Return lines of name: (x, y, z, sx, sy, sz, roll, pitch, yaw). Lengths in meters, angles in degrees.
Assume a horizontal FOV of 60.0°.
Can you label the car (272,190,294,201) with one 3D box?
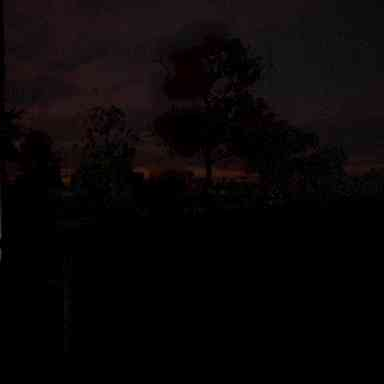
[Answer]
car: (13.741, 0.493, 50.284, 1.882, 1.535, 5.008, 1, 1, 37)
